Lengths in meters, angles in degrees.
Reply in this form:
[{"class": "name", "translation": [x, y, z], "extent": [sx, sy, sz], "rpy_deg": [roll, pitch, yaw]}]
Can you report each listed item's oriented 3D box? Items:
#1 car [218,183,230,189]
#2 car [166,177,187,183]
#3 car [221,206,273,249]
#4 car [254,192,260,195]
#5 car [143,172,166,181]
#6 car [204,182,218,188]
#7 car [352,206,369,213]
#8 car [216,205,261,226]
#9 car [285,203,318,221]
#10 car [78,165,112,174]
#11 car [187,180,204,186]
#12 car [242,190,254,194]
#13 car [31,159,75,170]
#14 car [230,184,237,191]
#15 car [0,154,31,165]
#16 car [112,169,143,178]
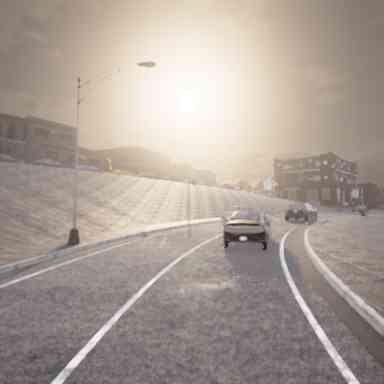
[{"class": "car", "translation": [5.583, -1.013, 71.869], "extent": [2.185, 1.767, 4.553], "rpy_deg": [-2, -5, 32]}, {"class": "car", "translation": [-3.535, -1.841, 58.052], "extent": [2.163, 1.488, 4.792], "rpy_deg": [-2, -5, 36]}, {"class": "car", "translation": [2.616, 1.619, 15.228], "extent": [2.128, 1.511, 4.902], "rpy_deg": [-1, -1, 15]}, {"class": "car", "translation": [16.394, 0.787, 91.167], "extent": [2.002, 1.452, 4.674], "rpy_deg": [-2, -5, 27]}, {"class": "car", "translation": [-6.878, -2.320, 53.423], "extent": [2.185, 1.767, 4.553], "rpy_deg": [-2, -5, 37]}, {"class": "car", "translation": [2.586, -1.238, 67.100], "extent": [2.231, 1.521, 4.892], "rpy_deg": [-2, -4, 33]}, {"class": "car", "translation": [30.888, 3.196, 60.864], "extent": [2.033, 1.411, 5.357], "rpy_deg": [-3, -4, 42]}, {"class": "car", "translation": [4.084, 1.914, 28.345], "extent": [2.128, 1.511, 4.902], "rpy_deg": [-2, -2, 29]}, {"class": "car", "translation": [10.501, 1.801, 31.690], "extent": [2.097, 1.767, 4.553], "rpy_deg": [-2, -2, 33]}, {"class": "car", "translation": [-13.648, -2.769, 44.671], "extent": [2.002, 1.452, 4.674], "rpy_deg": [-3, -5, 39]}, {"class": "car", "translation": [-0.398, -1.514, 62.582], "extent": [2.002, 1.452, 4.674], "rpy_deg": [-2, -5, 35]}, {"class": "car", "translation": [13.842, 0.341, 86.268], "extent": [2.002, 1.452, 4.674], "rpy_deg": [-2, -5, 28]}, {"class": "car", "translation": [-17.179, -3.105, 40.405], "extent": [2.231, 1.521, 4.892], "rpy_deg": [-3, -5, 40]}, {"class": "car", "translation": [8.479, -0.764, 76.670], "extent": [2.435, 2.045, 5.566], "rpy_deg": [-2, -5, 31]}, {"class": "car", "translation": [-20.771, -3.378, 36.223], "extent": [2.231, 1.521, 4.892], "rpy_deg": [-3, -5, 41]}, {"class": "car", "translation": [-10.209, -2.503, 49.018], "extent": [2.097, 1.535, 5.008], "rpy_deg": [-3, -5, 38]}]
